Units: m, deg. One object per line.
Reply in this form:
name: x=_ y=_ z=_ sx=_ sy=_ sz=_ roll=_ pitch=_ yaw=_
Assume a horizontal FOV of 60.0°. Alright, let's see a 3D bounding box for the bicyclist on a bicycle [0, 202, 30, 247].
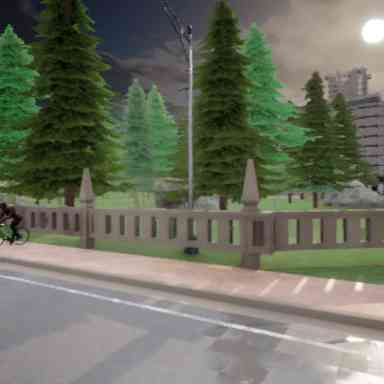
bicyclist on a bicycle: x=-6.654 y=1.199 z=12.059 sx=0.582 sy=1.620 sz=1.656 roll=0 pitch=1 yaw=30
